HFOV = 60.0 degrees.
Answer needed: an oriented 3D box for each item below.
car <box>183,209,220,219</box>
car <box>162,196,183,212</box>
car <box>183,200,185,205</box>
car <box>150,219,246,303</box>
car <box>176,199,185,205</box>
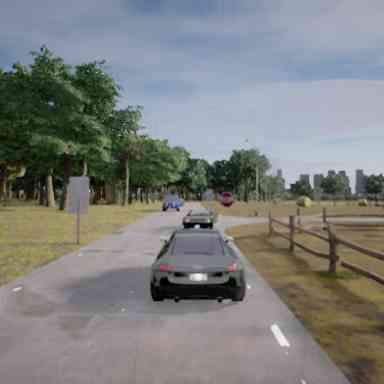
[{"bbox_3d":[0.734,1.735,21.827,1.895,1.301,4.718,0,0,10],"label":"car"},{"bbox_3d":[-2.764,1.555,45.197,2.150,2.045,5.566,0,-1,0],"label":"car"},{"bbox_3d":[-2.694,2.068,60.601,2.033,1.411,5.357,0,-1,1],"label":"car"},{"bbox_3d":[0.118,1.611,8.365,1.994,1.385,4.181,0,0,0],"label":"car"},{"bbox_3d":[-2.616,2.233,75.742,1.812,1.442,4.674,0,-1,0],"label":"car"}]
